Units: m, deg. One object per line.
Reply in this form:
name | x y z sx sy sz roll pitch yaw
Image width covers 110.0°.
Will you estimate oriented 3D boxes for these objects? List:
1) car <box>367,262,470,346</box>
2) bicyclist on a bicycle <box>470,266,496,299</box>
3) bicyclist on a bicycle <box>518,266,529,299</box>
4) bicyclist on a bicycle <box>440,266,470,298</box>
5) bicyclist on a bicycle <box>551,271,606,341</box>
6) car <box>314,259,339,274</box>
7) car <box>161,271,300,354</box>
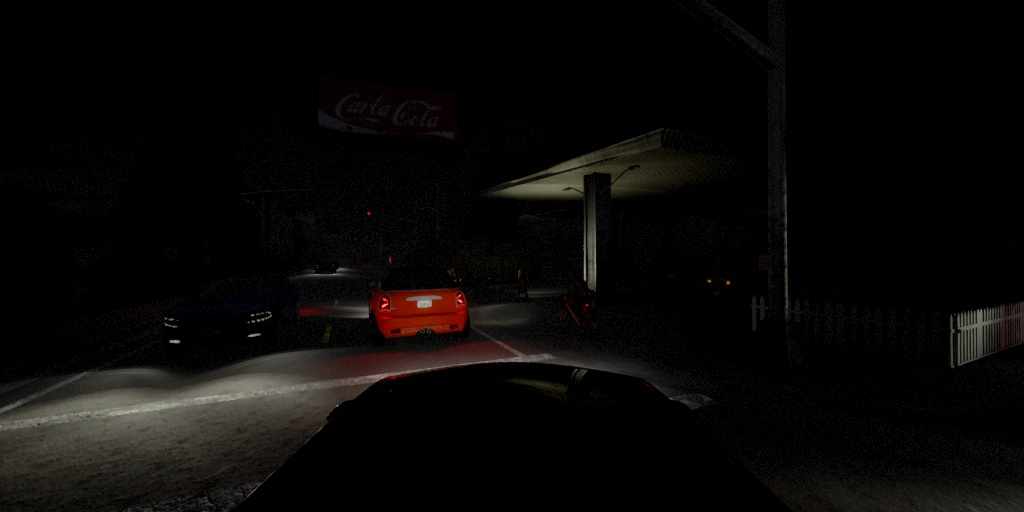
car | -2.663 1.031 9.509 2.097 1.767 4.553 0 0 -23
bicyclist on a bicycle | -1.549 1.308 17.834 1.656 1.620 0.582 1 0 -22
bicyclist on a bicycle | 0.558 1.304 17.977 0.582 1.620 1.656 0 0 15
bicyclist on a bicycle | -2.838 1.280 16.435 1.656 1.620 0.582 1 0 36
bicyclist on a bicycle | 1.595 1.191 8.781 0.582 1.620 1.656 3 -2 -43
car | -21.554 1.151 41.547 2.097 1.767 4.553 0 0 -24
car | -6.625 1.182 8.975 1.882 1.535 5.008 0 0 -24
